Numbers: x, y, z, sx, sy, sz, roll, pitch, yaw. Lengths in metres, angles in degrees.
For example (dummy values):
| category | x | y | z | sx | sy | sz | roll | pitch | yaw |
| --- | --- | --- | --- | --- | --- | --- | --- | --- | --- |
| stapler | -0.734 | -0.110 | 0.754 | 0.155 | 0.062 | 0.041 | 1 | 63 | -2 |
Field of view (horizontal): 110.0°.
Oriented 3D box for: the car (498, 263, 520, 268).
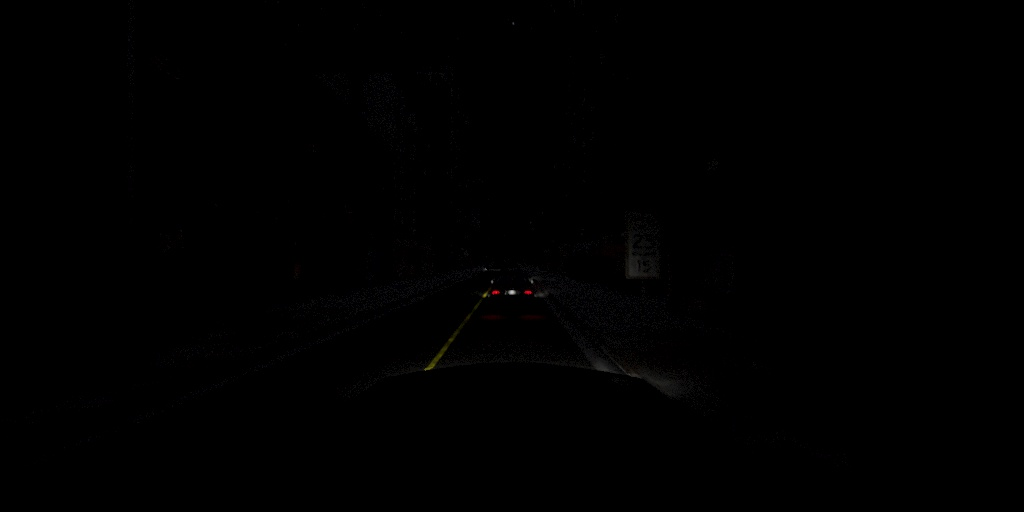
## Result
| category | x | y | z | sx | sy | sz | roll | pitch | yaw |
| --- | --- | --- | --- | --- | --- | --- | --- | --- | --- |
| car | 0.007 | 1.549 | 31.251 | 1.812 | 1.442 | 4.674 | 0 | 0 | 0 |

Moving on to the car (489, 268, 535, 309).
| category | x | y | z | sx | sy | sz | roll | pitch | yaw |
| --- | --- | --- | --- | --- | --- | --- | --- | --- | --- |
| car | 0.002 | 1.431 | 15.846 | 2.033 | 1.411 | 5.357 | 0 | 0 | 0 |
